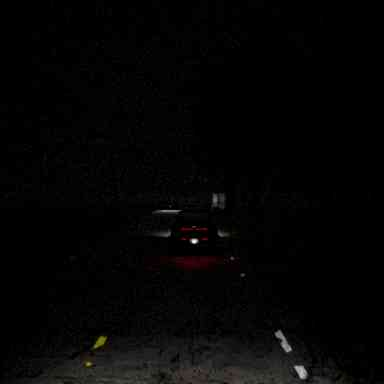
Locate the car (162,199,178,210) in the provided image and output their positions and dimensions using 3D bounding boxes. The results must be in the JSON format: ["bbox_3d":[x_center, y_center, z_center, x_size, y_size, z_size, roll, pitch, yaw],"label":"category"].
[{"bbox_3d":[-2.821,1.681,44.704,1.994,1.385,4.181,0,0,0],"label":"car"}]

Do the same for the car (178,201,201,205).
[{"bbox_3d":[0.096,1.561,29.753,2.128,1.511,4.902,0,0,0],"label":"car"}]

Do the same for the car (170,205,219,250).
[{"bbox_3d":[0.091,1.532,14.454,1.837,1.490,4.892,0,0,0],"label":"car"}]
